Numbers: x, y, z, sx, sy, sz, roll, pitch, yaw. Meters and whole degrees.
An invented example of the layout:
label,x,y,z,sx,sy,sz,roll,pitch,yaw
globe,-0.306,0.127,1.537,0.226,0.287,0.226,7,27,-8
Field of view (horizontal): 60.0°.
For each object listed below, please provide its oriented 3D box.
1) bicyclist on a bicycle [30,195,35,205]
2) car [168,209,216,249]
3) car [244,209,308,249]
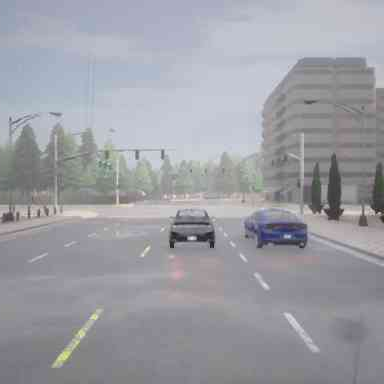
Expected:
label,x,y,z,sx,sy,sz,roll,pitch,yaw
bicyclist on a bicycle,-25.674,1.354,53.484,0.582,1.620,1.656,0,0,0
car,0.000,1.494,14.650,2.128,1.511,4.902,0,0,0
car,3.500,1.484,14.650,1.882,1.535,5.008,0,0,0
